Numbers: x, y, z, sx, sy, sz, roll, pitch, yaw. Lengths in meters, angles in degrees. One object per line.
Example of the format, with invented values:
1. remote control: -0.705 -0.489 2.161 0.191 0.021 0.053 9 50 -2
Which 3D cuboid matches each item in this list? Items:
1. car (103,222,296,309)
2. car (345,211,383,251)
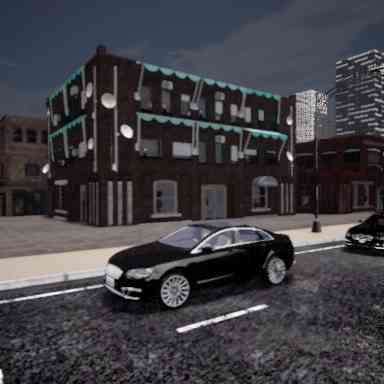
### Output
1. car: 0.395 1.502 7.966 4.902 1.511 2.128 0 0 -35
2. car: 8.131 1.536 13.436 4.892 1.490 1.837 0 0 -35
